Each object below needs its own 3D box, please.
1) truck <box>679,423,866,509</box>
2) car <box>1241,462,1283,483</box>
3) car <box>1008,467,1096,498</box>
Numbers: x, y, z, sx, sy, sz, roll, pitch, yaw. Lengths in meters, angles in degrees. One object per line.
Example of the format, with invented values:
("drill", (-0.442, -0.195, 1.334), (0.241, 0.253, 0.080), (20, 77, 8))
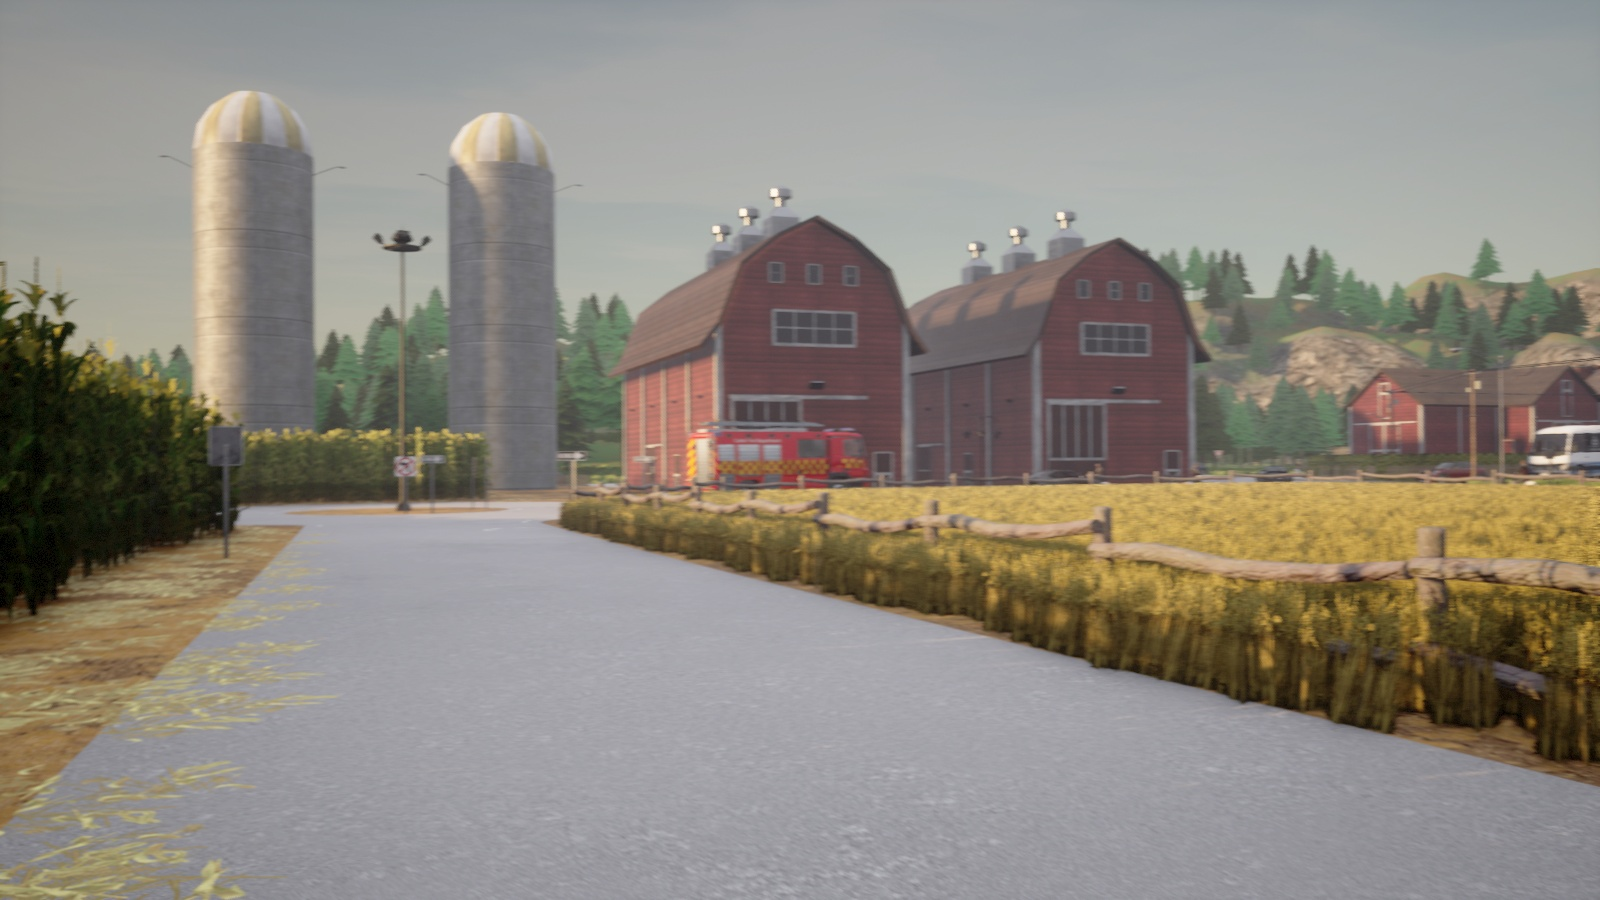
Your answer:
("truck", (-1.226, 0.707, 59.071), (8.468, 3.827, 2.891), (-1, -1, -32))
("car", (33.163, 1.590, 90.321), (1.994, 1.385, 4.181), (-1, -1, 8))
("car", (13.098, 1.688, 65.207), (4.193, 1.474, 1.816), (-1, -1, -24))
